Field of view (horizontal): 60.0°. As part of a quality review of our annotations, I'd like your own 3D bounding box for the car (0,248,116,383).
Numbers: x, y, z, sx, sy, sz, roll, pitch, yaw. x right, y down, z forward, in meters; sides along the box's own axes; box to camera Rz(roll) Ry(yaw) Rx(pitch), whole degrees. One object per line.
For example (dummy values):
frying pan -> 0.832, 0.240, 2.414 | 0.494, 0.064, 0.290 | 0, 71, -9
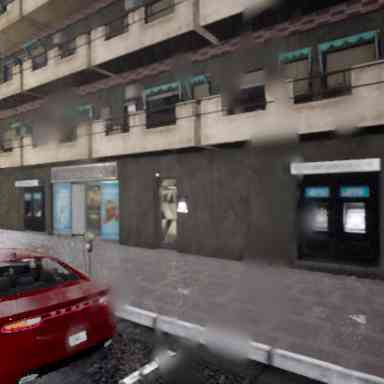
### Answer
car -> -3.123, 1.540, 5.114 | 4.507, 1.381, 1.887 | 0, -1, 36
